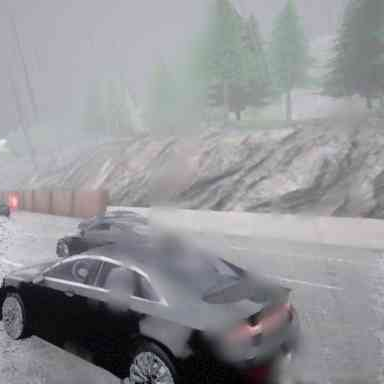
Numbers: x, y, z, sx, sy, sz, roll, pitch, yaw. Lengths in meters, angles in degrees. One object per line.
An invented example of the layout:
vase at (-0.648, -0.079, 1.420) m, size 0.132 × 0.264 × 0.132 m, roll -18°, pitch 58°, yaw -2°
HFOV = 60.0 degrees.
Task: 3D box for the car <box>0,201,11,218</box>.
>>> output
car at (-17.133, 1.459, 28.573) m, size 2.128 × 1.511 × 4.902 m, roll 0°, pitch 0°, yaw -44°

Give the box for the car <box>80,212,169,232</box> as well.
car at (-2.294, 1.531, 10.265) m, size 4.674 × 1.442 × 1.812 m, roll 0°, pitch 0°, yaw 38°

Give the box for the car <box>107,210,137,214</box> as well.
car at (-3.612, 1.571, 15.860) m, size 4.181 × 1.385 × 1.994 m, roll 0°, pitch 0°, yaw 40°

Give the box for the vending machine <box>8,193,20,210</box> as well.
vending machine at (-22.508, 1.159, 42.068) m, size 1.100 × 2.100 × 0.880 m, roll 0°, pitch 0°, yaw -39°

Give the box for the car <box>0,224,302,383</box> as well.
car at (-0.973, 1.495, 4.832) m, size 4.902 × 1.511 × 2.128 m, roll 0°, pitch 0°, yaw 37°
